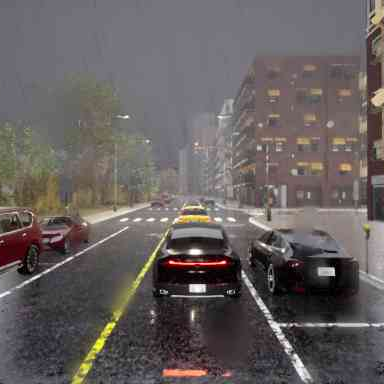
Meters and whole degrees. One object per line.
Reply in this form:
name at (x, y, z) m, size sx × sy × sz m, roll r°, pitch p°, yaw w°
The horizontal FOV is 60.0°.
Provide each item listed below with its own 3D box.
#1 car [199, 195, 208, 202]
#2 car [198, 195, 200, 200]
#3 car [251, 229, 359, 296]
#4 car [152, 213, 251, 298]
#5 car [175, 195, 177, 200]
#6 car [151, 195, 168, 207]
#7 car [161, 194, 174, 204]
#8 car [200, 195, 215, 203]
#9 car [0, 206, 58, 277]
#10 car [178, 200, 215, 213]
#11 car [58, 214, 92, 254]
car at (2.689, 1.492, 80.703) m, size 1.967 × 1.590 × 4.097 m, roll 1°, pitch 0°, yaw 0°
car at (2.672, 1.621, 69.337) m, size 1.802 × 1.307 × 4.206 m, roll 1°, pitch 0°, yaw 0°
car at (2.585, 1.568, 8.470) m, size 1.947 × 1.339 × 4.313 m, roll 1°, pitch 0°, yaw 0°
car at (0.112, 1.507, 8.486) m, size 1.837 × 1.490 × 4.892 m, roll 0°, pitch 0°, yaw 0°
car at (-5.185, 1.609, 85.551) m, size 2.008 × 1.369 × 4.403 m, roll 1°, pitch 0°, yaw 0°
car at (-5.234, 1.567, 51.495) m, size 1.887 × 1.381 × 4.507 m, roll 1°, pitch 0°, yaw 0°
car at (-5.215, 1.348, 62.847) m, size 2.192 × 1.841 × 5.009 m, roll 1°, pitch 0°, yaw 0°
car at (2.648, 1.574, 52.287) m, size 2.008 × 1.369 × 4.403 m, roll 1°, pitch 0°, yaw 0°
car at (-5.294, 1.317, 7.725) m, size 2.192 × 1.841 × 5.009 m, roll 1°, pitch 0°, yaw 0°
car at (0.126, 1.461, 19.020) m, size 1.801 × 1.575 × 5.366 m, roll 0°, pitch 0°, yaw 0°
car at (-5.289, 1.585, 13.380) m, size 1.802 × 1.307 × 4.206 m, roll 1°, pitch 0°, yaw 0°
